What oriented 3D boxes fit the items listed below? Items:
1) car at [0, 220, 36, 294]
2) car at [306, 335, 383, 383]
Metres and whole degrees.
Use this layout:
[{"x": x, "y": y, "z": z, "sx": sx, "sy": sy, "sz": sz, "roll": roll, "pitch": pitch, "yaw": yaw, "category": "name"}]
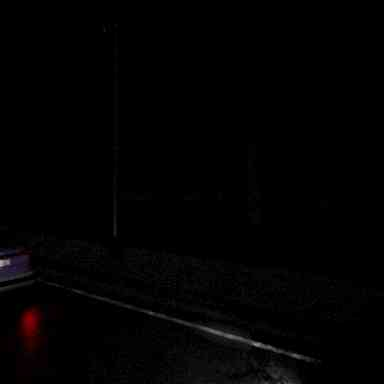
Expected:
[{"x": -5.391, "y": 1.371, "z": 7.407, "sx": 4.856, "sy": 1.649, "sz": 2.033, "roll": 0, "pitch": 0, "yaw": 35, "category": "car"}, {"x": 3.195, "y": 1.561, "z": 1.408, "sx": 5.357, "sy": 1.411, "sz": 2.033, "roll": 1, "pitch": 0, "yaw": 36, "category": "car"}]
